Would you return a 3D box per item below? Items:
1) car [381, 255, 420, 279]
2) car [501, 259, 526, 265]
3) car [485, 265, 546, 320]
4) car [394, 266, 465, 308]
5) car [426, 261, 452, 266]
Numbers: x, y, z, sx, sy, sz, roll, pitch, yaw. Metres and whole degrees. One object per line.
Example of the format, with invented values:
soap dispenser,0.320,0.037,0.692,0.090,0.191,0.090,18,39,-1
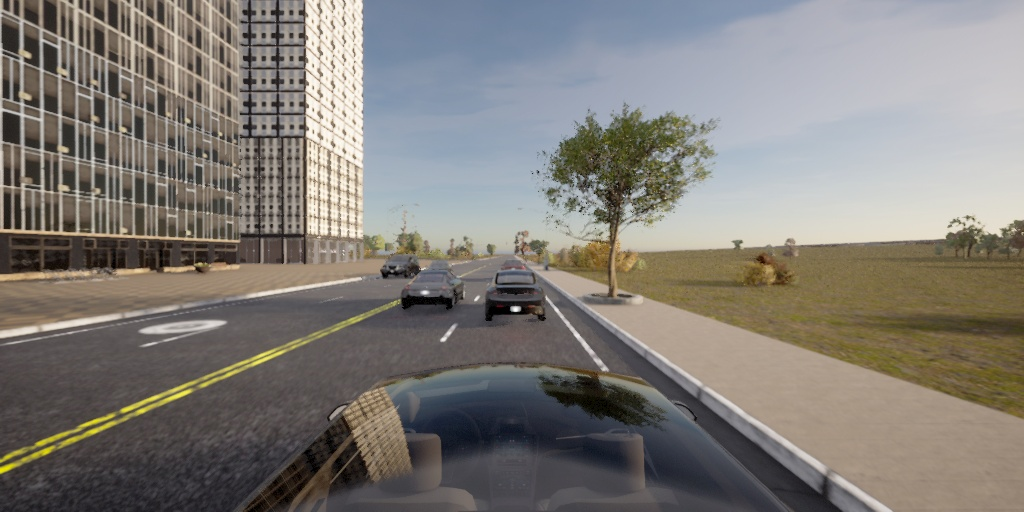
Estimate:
car,-9.831,0.904,32.151,2.150,2.045,5.566,0,0,0
car,0.109,1.038,30.230,2.097,1.767,4.553,0,0,0
car,0.105,1.231,12.525,1.837,1.490,4.892,0,0,0
car,-3.144,1.285,14.961,1.994,1.385,4.181,0,0,0
car,-6.578,1.185,32.487,1.837,1.490,4.892,0,0,0
